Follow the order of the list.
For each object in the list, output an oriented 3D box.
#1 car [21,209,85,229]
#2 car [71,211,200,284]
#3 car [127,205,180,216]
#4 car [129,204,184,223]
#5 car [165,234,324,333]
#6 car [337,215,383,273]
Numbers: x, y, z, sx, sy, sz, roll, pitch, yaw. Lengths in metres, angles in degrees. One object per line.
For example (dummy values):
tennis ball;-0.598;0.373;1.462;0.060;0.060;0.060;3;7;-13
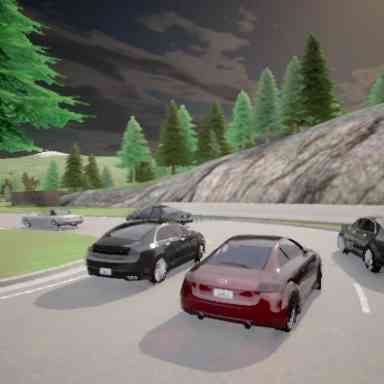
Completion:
car;-10.091;1.891;23.948;4.718;1.301;1.895;-1;0;28
car;-1.106;1.583;10.002;1.837;1.490;4.892;0;1;22
car;-2.404;1.716;23.493;5.357;1.411;2.033;-1;-1;40
car;-2.993;1.764;27.672;4.181;1.385;1.994;-1;0;32
car;1.492;1.585;7.059;1.994;1.385;4.181;-1;0;30
car;6.055;1.473;10.475;1.837;1.490;4.892;-1;0;10
